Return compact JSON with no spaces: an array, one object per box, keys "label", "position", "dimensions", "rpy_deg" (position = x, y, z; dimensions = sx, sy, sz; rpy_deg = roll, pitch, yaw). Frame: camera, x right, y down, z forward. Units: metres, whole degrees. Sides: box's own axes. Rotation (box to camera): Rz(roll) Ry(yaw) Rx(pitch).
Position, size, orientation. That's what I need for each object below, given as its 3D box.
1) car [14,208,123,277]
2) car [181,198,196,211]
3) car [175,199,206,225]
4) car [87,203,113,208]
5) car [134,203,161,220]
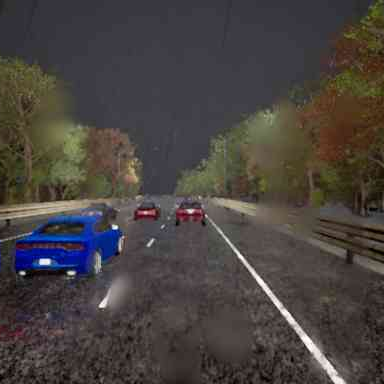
[{"label":"car","position":[-3.454,1.483,10.248],"dimensions":[1.882,1.535,5.008],"rpy_deg":[0,0,0]},{"label":"car","position":[-0.534,1.599,42.632],"dimensions":[1.812,1.442,4.674],"rpy_deg":[0,0,-1]},{"label":"car","position":[-0.134,1.385,24.612],"dimensions":[2.097,1.767,4.553],"rpy_deg":[0,0,-1]},{"label":"car","position":[-7.148,1.586,26.022],"dimensions":[2.033,1.411,5.357],"rpy_deg":[0,0,-1]},{"label":"car","position":[-3.702,1.606,28.278],"dimensions":[1.994,1.385,4.181],"rpy_deg":[0,0,-1]}]
